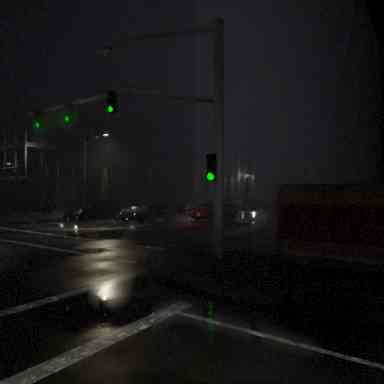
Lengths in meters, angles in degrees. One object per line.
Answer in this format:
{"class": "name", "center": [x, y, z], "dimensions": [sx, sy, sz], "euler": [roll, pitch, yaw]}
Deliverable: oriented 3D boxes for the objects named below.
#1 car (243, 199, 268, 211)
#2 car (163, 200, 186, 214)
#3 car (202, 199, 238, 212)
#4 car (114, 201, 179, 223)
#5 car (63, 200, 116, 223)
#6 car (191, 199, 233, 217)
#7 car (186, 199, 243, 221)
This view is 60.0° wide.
{"class": "car", "center": [8.048, 1.581, 41.971], "dimensions": [1.812, 1.442, 4.674], "euler": [0, 0, 36]}
{"class": "car", "center": [-2.387, 1.560, 33.433], "dimensions": [1.837, 1.490, 4.892], "euler": [0, 0, 36]}
{"class": "car", "center": [3.569, 1.603, 41.751], "dimensions": [2.033, 1.411, 5.357], "euler": [0, 0, 35]}
{"class": "car", "center": [-3.441, 1.656, 25.951], "dimensions": [1.895, 1.301, 4.718], "euler": [0, 0, 36]}
{"class": "car", "center": [-7.706, 1.407, 26.001], "dimensions": [2.097, 1.767, 4.553], "euler": [0, 0, 36]}
{"class": "car", "center": [2.076, 1.533, 33.653], "dimensions": [1.882, 1.535, 5.008], "euler": [0, 0, 35]}
{"class": "car", "center": [1.939, 1.533, 27.109], "dimensions": [1.882, 1.535, 5.008], "euler": [0, 0, 36]}
